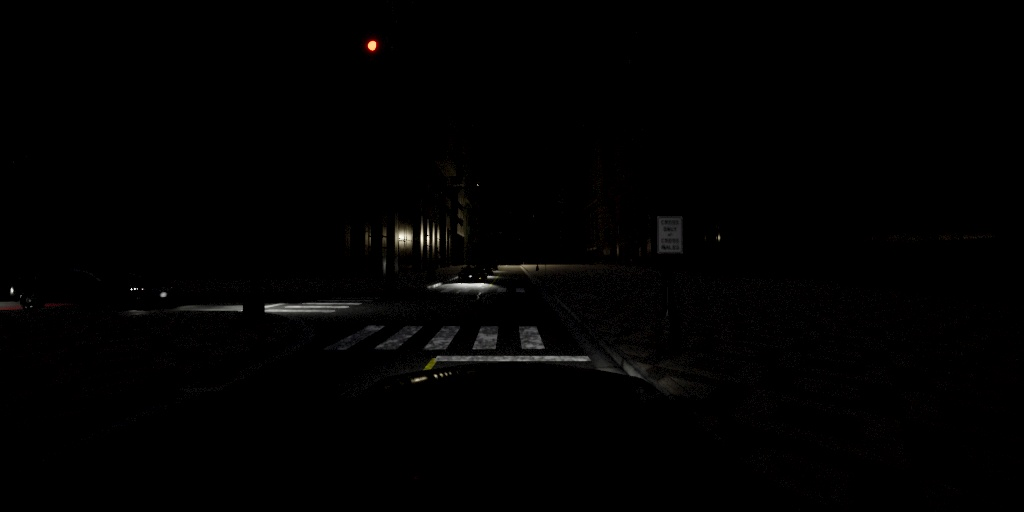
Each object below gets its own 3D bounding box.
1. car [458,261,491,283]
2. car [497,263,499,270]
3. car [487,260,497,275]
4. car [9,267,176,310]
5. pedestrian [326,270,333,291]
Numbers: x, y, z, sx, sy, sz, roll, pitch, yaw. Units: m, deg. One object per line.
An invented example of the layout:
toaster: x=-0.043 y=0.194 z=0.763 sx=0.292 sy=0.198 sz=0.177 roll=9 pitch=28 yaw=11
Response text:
car: x=-3.031 y=1.327 z=28.450 sx=1.994 sy=1.385 sz=4.181 roll=0 pitch=0 yaw=1
car: x=-2.970 y=1.335 z=51.433 sx=1.837 sy=1.490 sz=4.892 roll=0 pitch=0 yaw=1
car: x=-3.016 y=1.334 z=38.996 sx=2.033 sy=1.411 sz=5.357 roll=0 pitch=0 yaw=0
car: x=-15.477 y=1.177 z=13.412 sx=4.902 sy=1.511 sz=2.128 roll=0 pitch=-1 yaw=0
pedestrian: x=-9.968 y=0.974 z=19.633 sx=0.375 sy=1.860 sz=0.375 roll=0 pitch=-1 yaw=0
